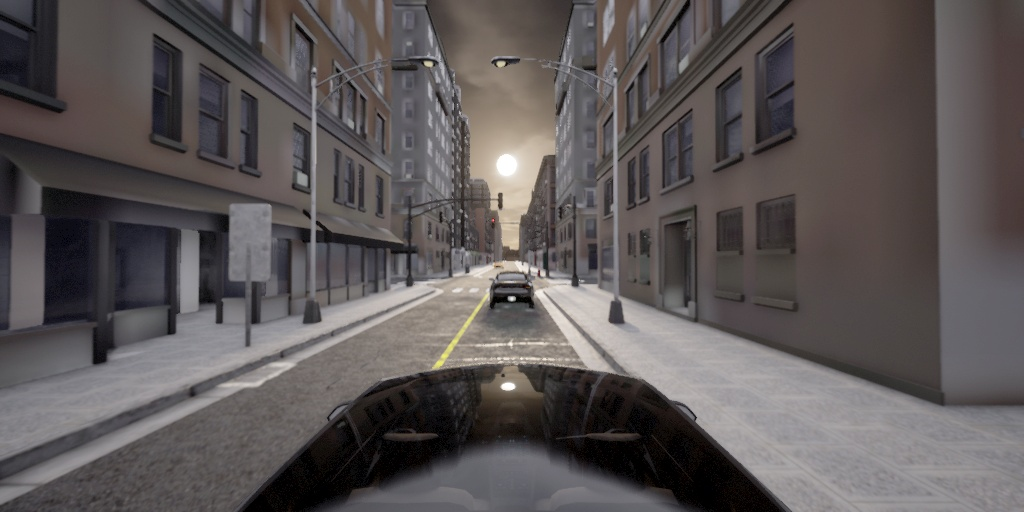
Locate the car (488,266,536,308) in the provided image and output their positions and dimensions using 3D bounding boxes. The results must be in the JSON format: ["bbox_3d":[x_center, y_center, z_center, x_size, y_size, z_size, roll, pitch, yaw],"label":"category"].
[{"bbox_3d":[0.004,1.390,16.159,1.837,1.490,4.892,0,0,0],"label":"car"}]
